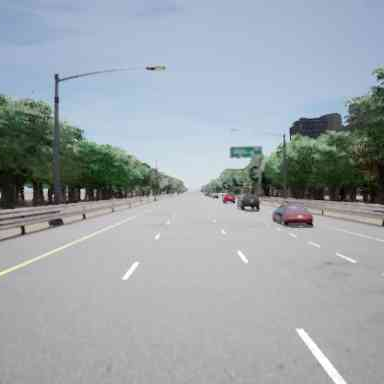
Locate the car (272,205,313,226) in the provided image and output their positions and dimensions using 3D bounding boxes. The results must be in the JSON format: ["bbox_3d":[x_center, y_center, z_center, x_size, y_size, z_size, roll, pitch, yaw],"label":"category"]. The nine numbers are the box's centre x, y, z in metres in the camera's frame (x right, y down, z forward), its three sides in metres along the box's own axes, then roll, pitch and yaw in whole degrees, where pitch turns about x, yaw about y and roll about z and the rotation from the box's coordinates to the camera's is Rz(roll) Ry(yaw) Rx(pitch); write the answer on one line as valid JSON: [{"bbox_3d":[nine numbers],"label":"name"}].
[{"bbox_3d":[7.029,1.570,23.610,1.994,1.385,4.181,0,0,0],"label":"car"}]

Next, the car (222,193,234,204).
[{"bbox_3d":[7.222,1.199,65.706,2.150,2.045,5.566,0,0,0],"label":"car"}]

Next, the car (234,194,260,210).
[{"bbox_3d":[7.094,1.220,42.178,2.150,2.045,5.566,0,0,0],"label":"car"}]
